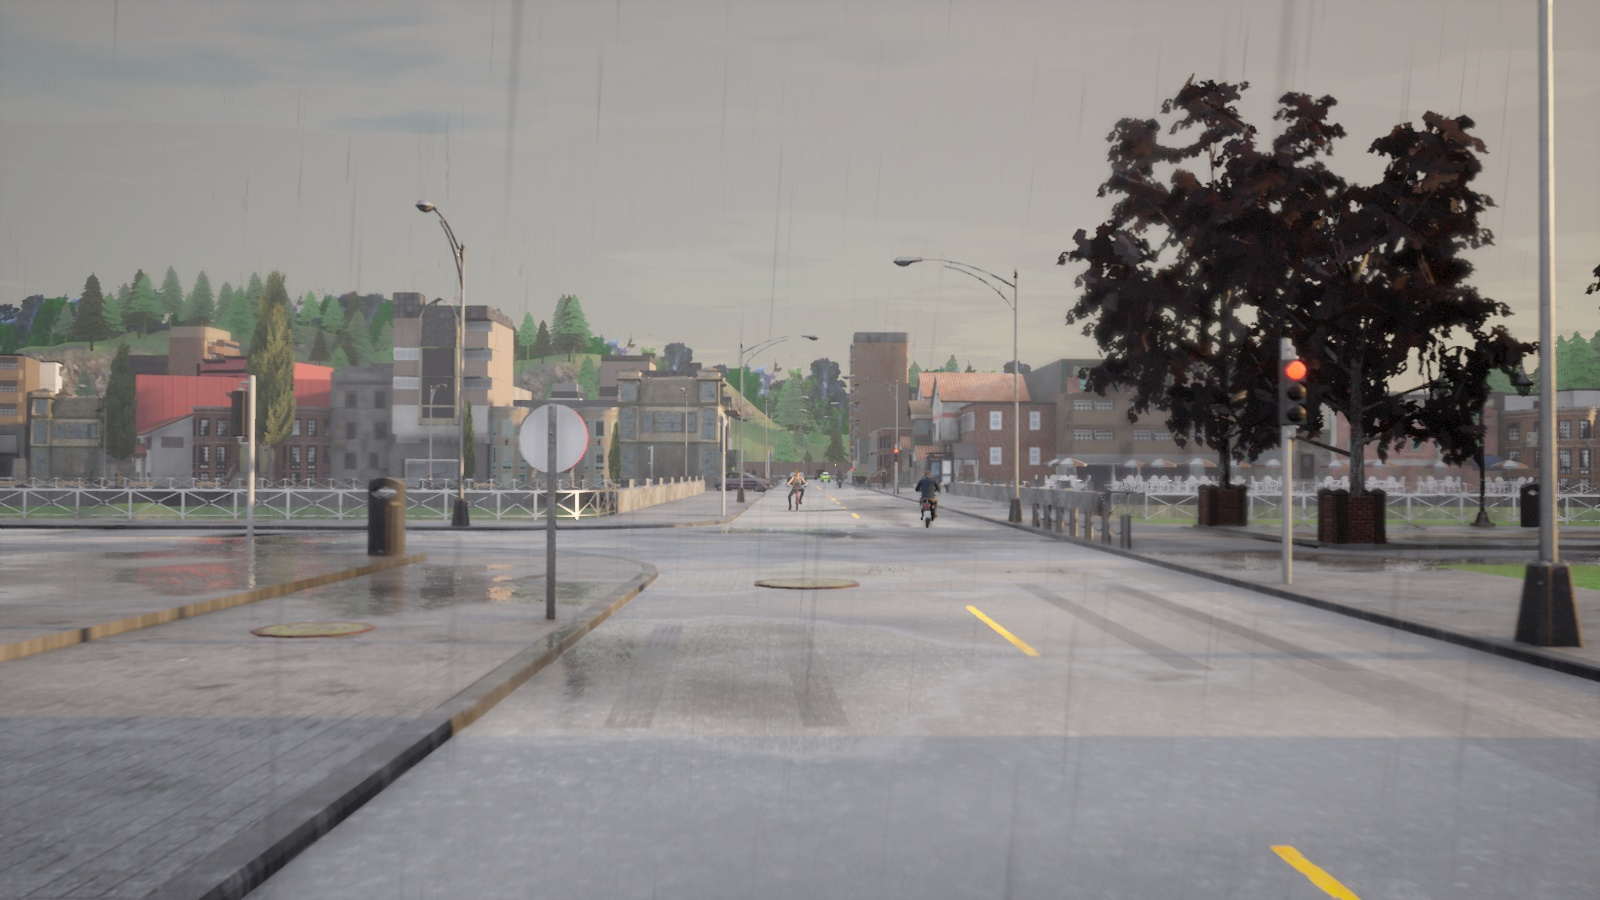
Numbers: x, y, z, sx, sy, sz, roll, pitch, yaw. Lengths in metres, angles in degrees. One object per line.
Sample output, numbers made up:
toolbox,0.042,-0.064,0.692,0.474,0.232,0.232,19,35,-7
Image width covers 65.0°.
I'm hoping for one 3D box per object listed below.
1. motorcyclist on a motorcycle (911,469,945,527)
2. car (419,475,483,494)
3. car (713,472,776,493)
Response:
motorcyclist on a motorcycle,3.653,1.350,35.652,0.866,1.590,1.817,-1,-1,8
car,-25.523,2.519,91.917,4.181,1.385,1.994,0,-1,0
car,-3.989,2.369,91.069,4.193,1.474,1.816,-1,-1,17
